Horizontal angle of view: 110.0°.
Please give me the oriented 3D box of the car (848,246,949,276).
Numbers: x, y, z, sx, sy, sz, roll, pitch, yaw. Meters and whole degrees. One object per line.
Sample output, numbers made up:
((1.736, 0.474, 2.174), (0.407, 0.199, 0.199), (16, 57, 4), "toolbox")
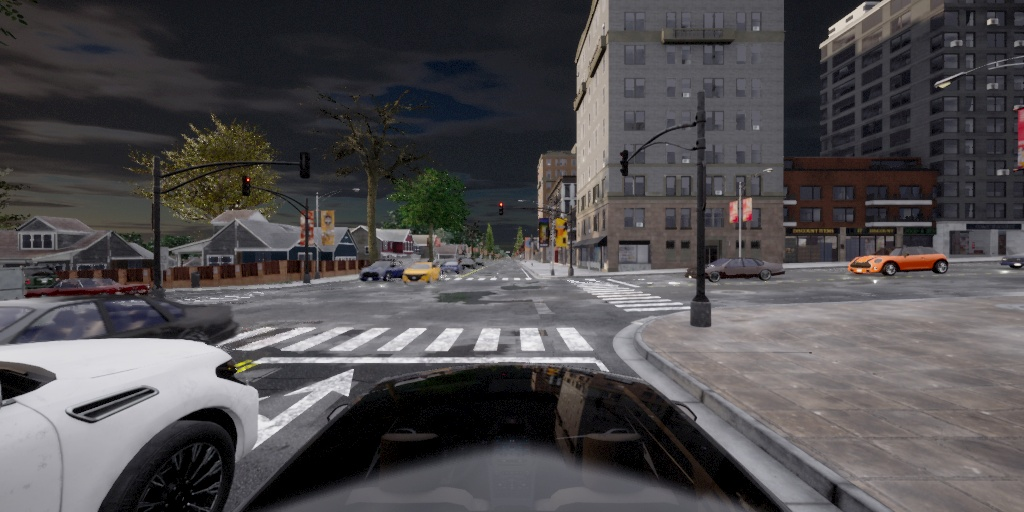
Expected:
((23.428, 0.218, 21.902), (4.553, 1.767, 2.097), (-2, 0, 0), "car")

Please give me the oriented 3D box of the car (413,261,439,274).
((-9.881, 1.335, 41.616), (1.994, 1.385, 4.181), (0, 0, 0), "car")

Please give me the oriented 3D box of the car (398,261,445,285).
((-6.618, 1.239, 26.743), (1.882, 1.535, 5.008), (0, 0, 0), "car")

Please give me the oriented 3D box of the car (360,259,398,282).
((-10.208, 1.112, 28.705), (2.097, 1.767, 4.553), (0, 0, 7), "car")

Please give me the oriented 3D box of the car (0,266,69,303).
((-30.688, 1.726, 21.524), (5.566, 2.045, 2.150), (-2, 0, 1), "car")

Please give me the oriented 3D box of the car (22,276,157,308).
((-21.637, 1.806, 18.517), (4.718, 1.301, 1.895), (-2, 0, 0), "car")

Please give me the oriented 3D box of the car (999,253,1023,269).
((33.568, 0.038, 21.934), (5.357, 1.411, 2.033), (-2, 0, 0), "car")

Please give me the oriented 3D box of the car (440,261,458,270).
((-9.883, 1.405, 56.431), (1.895, 1.301, 4.718), (0, 0, 0), "car")

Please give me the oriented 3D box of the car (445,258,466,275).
((-6.631, 1.295, 39.879), (1.812, 1.442, 4.674), (0, 0, 0), "car")

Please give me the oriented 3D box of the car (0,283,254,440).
((-6.593, 1.296, 5.061), (2.033, 1.411, 5.357), (0, 0, 0), "car")

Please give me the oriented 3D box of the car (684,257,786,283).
((13.509, 0.792, 21.871), (5.357, 1.411, 2.033), (-2, 0, 0), "car")

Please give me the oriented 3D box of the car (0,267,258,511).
((-3.146, 0.972, 0.537), (2.150, 2.045, 5.566), (0, 0, 0), "car")

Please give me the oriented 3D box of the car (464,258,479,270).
((-6.635, 1.148, 53.526), (2.097, 1.767, 4.553), (0, 0, 0), "car")
